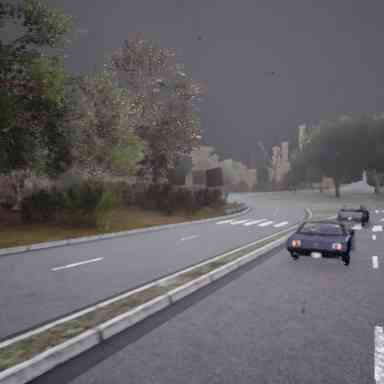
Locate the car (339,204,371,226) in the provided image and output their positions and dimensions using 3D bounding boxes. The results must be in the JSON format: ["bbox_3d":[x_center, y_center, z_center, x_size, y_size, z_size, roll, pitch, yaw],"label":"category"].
[{"bbox_3d":[12.562,1.702,25.713,2.128,1.511,4.902,0,0,33],"label":"car"}]

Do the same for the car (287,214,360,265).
[{"bbox_3d":[4.969,1.696,12.327,1.895,1.301,4.718,0,0,29],"label":"car"}]
